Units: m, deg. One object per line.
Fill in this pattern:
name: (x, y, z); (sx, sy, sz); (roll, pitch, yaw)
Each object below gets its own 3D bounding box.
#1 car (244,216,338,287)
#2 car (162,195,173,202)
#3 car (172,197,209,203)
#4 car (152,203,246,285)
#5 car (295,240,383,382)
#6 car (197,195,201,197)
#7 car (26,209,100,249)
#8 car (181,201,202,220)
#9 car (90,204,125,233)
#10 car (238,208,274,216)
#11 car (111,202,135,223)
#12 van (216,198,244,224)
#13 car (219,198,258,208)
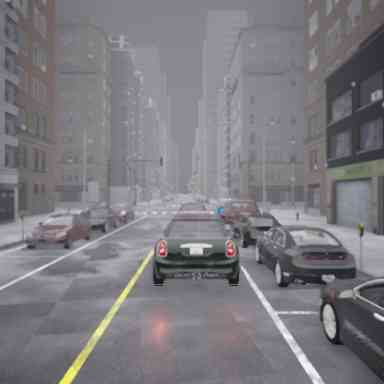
car: (2.860, 1.577, 9.171); (2.008, 1.369, 4.403); (0, 0, 0)
car: (-6.184, 1.707, 80.763); (1.967, 1.590, 4.097); (0, 0, -1)
car: (0.097, 1.409, 20.096); (2.097, 1.767, 4.553); (0, 0, 2)
car: (0.102, 1.381, 9.745); (2.097, 1.767, 4.553); (0, 0, 0)
car: (2.859, 1.561, 3.648); (2.008, 1.369, 4.403); (0, 0, 0)
car: (2.586, 1.664, 69.633); (1.967, 1.590, 4.097); (0, 0, -1)
car: (-5.665, 1.624, 14.689); (1.802, 1.307, 4.206); (0, 0, 0)
car: (0.003, 1.612, 30.332); (1.812, 1.442, 4.674); (0, 0, 2)
car: (-5.664, 1.624, 20.214); (1.947, 1.339, 4.313); (0, 0, 0)
car: (2.861, 1.608, 14.695); (1.947, 1.339, 4.313); (0, 0, 0)
car: (-5.663, 1.513, 25.739); (1.967, 1.590, 4.097); (0, 0, 0)
van: (2.863, 1.415, 25.743); (1.690, 1.788, 3.998); (0, 0, 0)
car: (2.862, 1.373, 20.220); (2.192, 1.841, 5.009); (0, 0, 0)
